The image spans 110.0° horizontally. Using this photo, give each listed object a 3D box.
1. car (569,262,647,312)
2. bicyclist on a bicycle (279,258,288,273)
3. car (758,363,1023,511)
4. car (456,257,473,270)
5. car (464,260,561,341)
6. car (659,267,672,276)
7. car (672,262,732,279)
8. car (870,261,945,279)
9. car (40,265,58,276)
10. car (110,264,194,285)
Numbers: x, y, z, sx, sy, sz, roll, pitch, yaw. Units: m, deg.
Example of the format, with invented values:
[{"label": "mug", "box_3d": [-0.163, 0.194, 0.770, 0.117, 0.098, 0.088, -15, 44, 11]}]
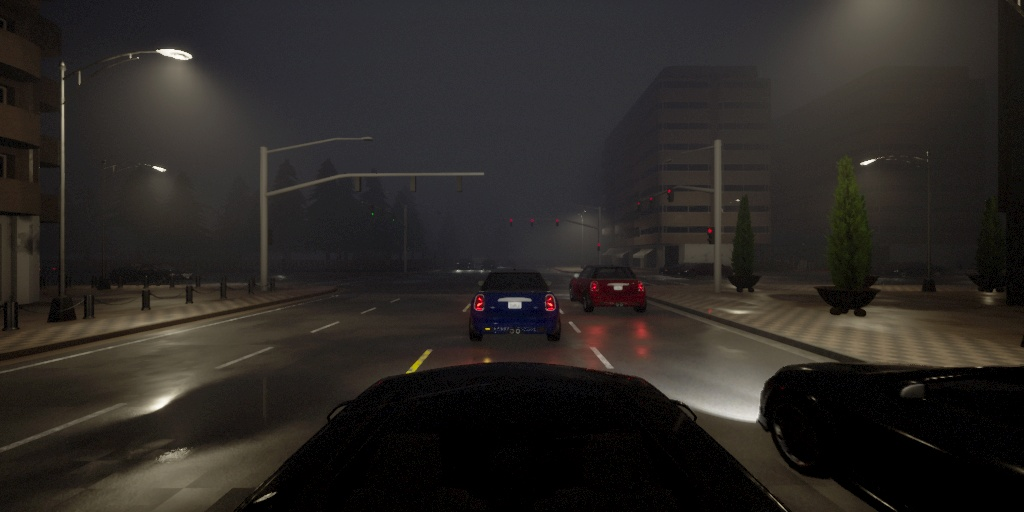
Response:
[{"label": "car", "box_3d": [3.598, 1.100, 14.242, 2.097, 1.767, 4.553, 0, 0, 0]}, {"label": "bicyclist on a bicycle", "box_3d": [-25.635, 1.100, 40.208, 0.582, 1.620, 1.656, 0, 0, 0]}, {"label": "car", "box_3d": [3.600, 1.312, 2.081, 1.994, 1.385, 4.181, 0, 0, 0]}, {"label": "car", "box_3d": [-6.735, 1.093, 52.142, 2.097, 1.767, 4.553, 0, 0, 3]}, {"label": "car", "box_3d": [0.078, 1.101, 10.012, 2.097, 1.767, 4.553, 0, 0, 0]}, {"label": "car", "box_3d": [17.960, 1.347, 36.620, 5.357, 1.411, 2.033, 0, 0, 0]}, {"label": "car", "box_3d": [17.756, 1.326, 33.119, 4.674, 1.442, 1.812, 0, 0, 0]}, {"label": "car", "box_3d": [36.826, 1.278, 33.196, 5.008, 1.535, 1.882, 0, 0, 0]}, {"label": "car", "box_3d": [-49.538, 1.347, 36.265, 5.357, 1.411, 2.033, 0, 0, 0]}, {"label": "car", "box_3d": [-25.723, 1.293, 25.724, 4.902, 1.511, 2.128, 0, 0, 0]}]
